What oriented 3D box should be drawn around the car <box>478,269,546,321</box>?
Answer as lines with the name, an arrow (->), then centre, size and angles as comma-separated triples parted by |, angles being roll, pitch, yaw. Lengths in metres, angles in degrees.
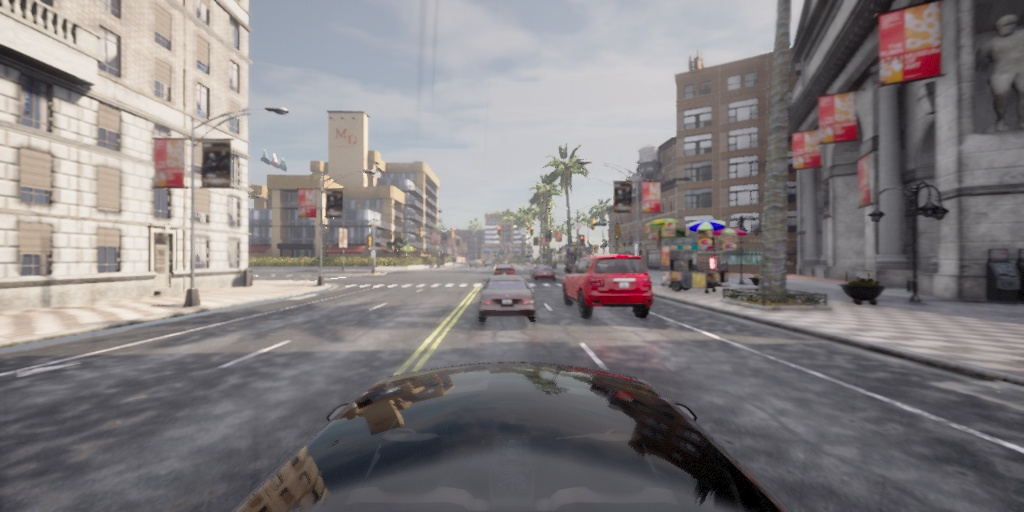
car -> -0.178, 1.365, 12.755 | 2.033, 1.411, 5.357 | 0, 0, -1

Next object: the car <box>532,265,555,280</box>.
car -> 2.834, 1.498, 33.360 | 1.994, 1.385, 4.181 | 0, 0, -1

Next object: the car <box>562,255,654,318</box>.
car -> 3.307, 1.025, 13.393 | 2.150, 2.045, 5.566 | 0, -1, -1

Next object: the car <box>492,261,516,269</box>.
car -> -0.684, 1.427, 34.059 | 1.882, 1.535, 5.008 | 0, 0, -1
